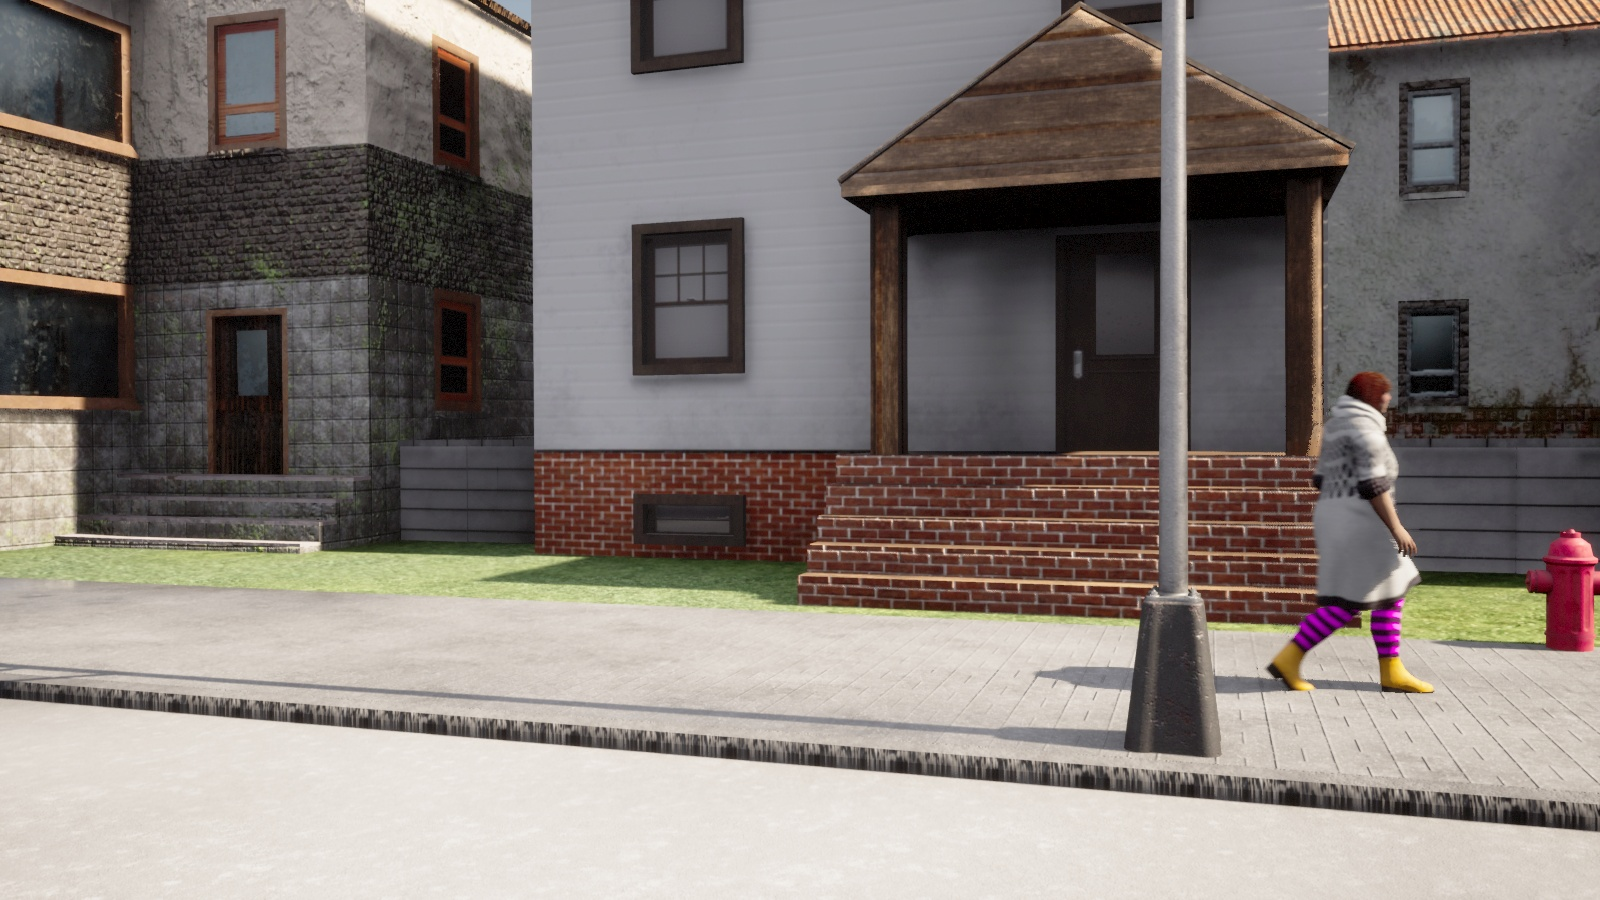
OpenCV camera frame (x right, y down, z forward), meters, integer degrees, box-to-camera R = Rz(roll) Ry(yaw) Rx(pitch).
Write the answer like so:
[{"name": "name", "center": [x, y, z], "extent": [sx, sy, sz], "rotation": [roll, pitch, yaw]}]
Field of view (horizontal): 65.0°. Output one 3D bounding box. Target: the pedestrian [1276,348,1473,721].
[{"name": "pedestrian", "center": [3.162, 0.436, 6.988], "extent": [0.873, 1.952, 0.659], "rotation": [0, 1, 14]}]
